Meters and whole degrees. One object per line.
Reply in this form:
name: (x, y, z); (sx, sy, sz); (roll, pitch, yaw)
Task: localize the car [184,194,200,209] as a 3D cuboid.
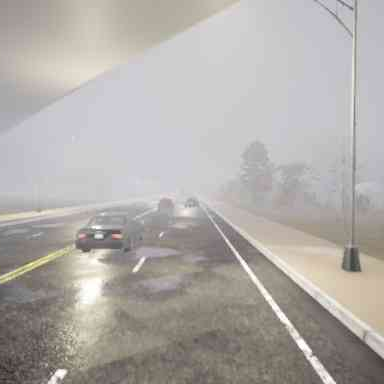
car: (-0.022, 1.423, 44.141); (2.163, 1.488, 4.792); (0, 0, 0)

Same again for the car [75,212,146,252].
car: (-3.157, 1.547, 13.788); (2.033, 1.411, 5.357); (0, 0, 0)

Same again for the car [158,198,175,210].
car: (-3.171, 1.477, 41.865); (1.882, 1.535, 5.008); (0, 0, 0)
